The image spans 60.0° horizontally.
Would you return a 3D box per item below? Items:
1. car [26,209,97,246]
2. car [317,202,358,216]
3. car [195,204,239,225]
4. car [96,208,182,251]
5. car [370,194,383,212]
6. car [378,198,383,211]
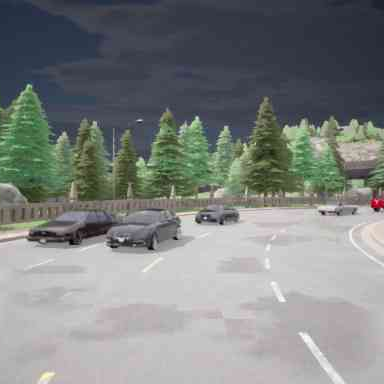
[{"bbox_3d":[-5.162,1.547,15.699,2.033,1.411,5.357,0,0,16],"label":"car"},{"bbox_3d":[14.418,1.601,32.720,4.718,1.301,1.895,0,0,-39],"label":"car"},{"bbox_3d":[1.876,1.564,23.967,1.994,1.385,4.181,0,0,29],"label":"car"},{"bbox_3d":[-1.875,1.506,14.340,1.837,1.490,4.892,0,0,16],"label":"car"},{"bbox_3d":[22.934,1.221,37.809,5.566,2.045,2.150,0,0,-22],"label":"car"},{"bbox_3d":[21.453,1.547,33.160,5.357,1.411,2.033,0,0,-29],"label":"car"}]
